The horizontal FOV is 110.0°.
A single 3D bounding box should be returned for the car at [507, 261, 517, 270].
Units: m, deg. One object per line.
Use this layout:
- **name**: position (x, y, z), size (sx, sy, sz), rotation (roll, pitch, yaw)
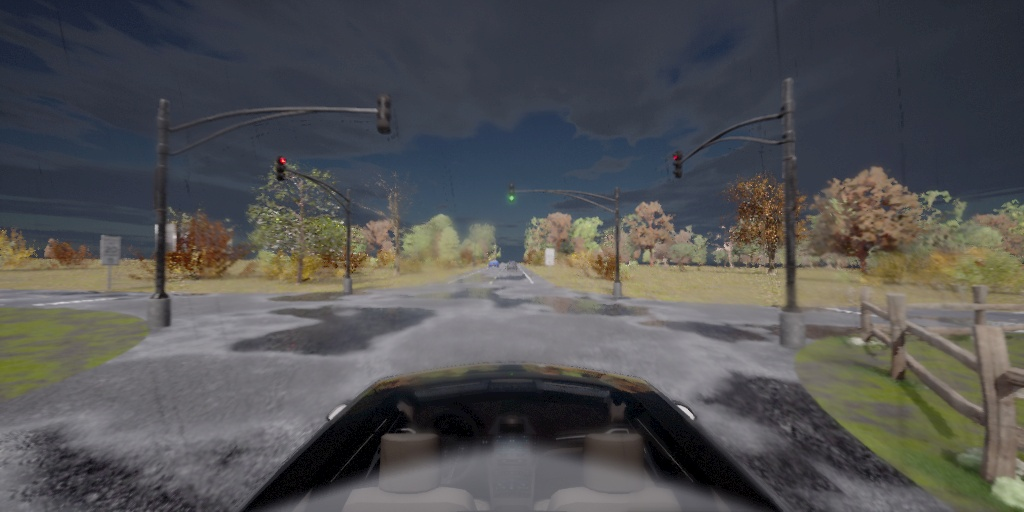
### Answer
- **car**: position (0.005, 1.772, 64.299), size (2.128, 1.511, 4.902), rotation (0, -1, 0)
